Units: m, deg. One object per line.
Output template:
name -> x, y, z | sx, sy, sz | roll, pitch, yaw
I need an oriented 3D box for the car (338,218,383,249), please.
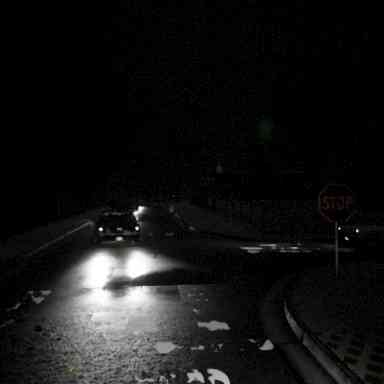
car -> 9.078, 1.788, 15.002 | 4.718, 1.301, 1.895 | 1, -3, -5

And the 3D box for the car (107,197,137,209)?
car -> -5.767, 1.425, 27.096 | 1.837, 1.490, 4.892 | 0, 0, -7

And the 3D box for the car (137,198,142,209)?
car -> -7.330, 1.369, 39.636 | 1.882, 1.535, 5.008 | 0, 0, -7

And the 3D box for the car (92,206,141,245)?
car -> -3.612, 1.567, 15.515 | 1.895, 1.301, 4.718 | 0, 0, -18

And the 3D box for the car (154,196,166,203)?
car -> -6.290, 1.486, 66.785 | 1.812, 1.442, 4.674 | 0, 0, 3
